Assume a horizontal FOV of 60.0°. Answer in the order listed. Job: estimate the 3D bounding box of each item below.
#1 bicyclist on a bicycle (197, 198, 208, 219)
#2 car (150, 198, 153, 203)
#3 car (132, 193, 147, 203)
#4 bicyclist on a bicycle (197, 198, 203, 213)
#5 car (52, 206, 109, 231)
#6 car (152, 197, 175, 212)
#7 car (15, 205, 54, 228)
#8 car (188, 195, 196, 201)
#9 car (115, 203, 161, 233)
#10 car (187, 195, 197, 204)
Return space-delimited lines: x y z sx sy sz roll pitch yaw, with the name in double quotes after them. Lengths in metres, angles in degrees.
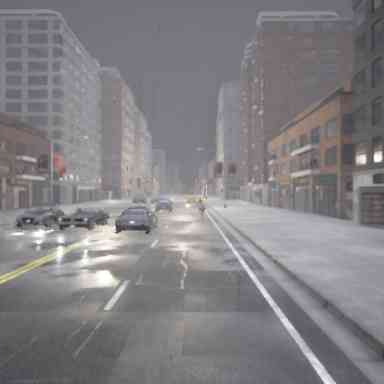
0.889 1.435 28.016 0.866 1.612 1.509 0 0 0 "bicyclist on a bicycle"
-6.537 1.556 61.465 1.994 1.385 4.181 0 0 1 "car"
-9.773 1.219 62.797 2.150 2.045 5.566 0 0 0 "car"
0.884 1.451 36.704 0.582 1.620 1.656 0 0 0 "bicyclist on a bicycle"
-6.603 1.599 20.589 1.895 1.301 4.718 0 0 0 "car"
-3.160 1.523 38.852 1.812 1.442 4.674 0 0 0 "car"
-9.849 1.562 21.993 1.994 1.385 4.181 0 0 0 "car"
-0.020 1.503 83.062 1.837 1.490 4.892 0 0 0 "car"
-3.156 1.562 19.496 1.994 1.385 4.181 0 0 0 "car"
-0.015 1.478 66.193 1.882 1.535 5.008 0 0 0 "car"
